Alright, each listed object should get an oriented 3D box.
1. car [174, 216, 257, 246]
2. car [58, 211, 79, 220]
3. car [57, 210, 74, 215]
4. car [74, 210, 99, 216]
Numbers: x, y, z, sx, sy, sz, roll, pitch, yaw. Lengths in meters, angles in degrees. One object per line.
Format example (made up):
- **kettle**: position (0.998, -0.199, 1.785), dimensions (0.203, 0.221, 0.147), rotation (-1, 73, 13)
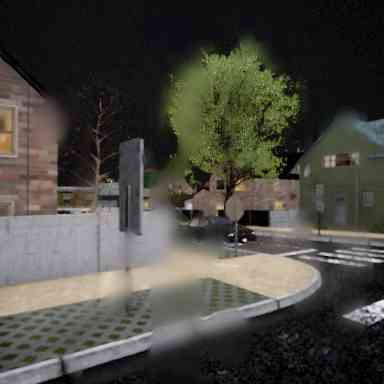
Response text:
- **car**: position (1.039, 2.028, 18.199), dimensions (2.033, 1.411, 5.357), rotation (0, -2, -34)
- **car**: position (-19.459, 3.639, 52.393), dimensions (1.895, 1.301, 4.718), rotation (1, -3, -35)
- **car**: position (-16.772, 3.182, 43.714), dimensions (1.837, 1.490, 4.892), rotation (1, -3, -35)
- **car**: position (-13.633, 3.118, 44.172), dimensions (1.882, 1.535, 5.008), rotation (1, -3, -35)
